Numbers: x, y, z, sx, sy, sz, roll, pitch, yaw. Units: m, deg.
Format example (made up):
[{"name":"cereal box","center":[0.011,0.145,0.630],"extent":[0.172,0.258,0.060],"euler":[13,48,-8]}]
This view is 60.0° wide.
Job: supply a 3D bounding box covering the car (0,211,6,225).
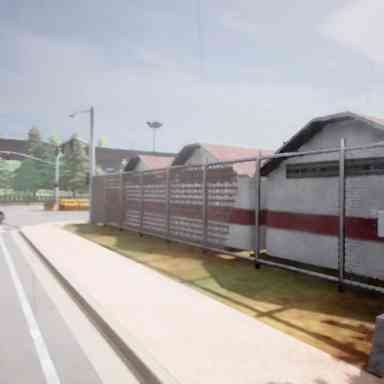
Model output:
[{"name":"car","center":[-12.811,1.458,20.117],"extent":[2.033,1.411,5.357],"euler":[1,0,-18]}]
